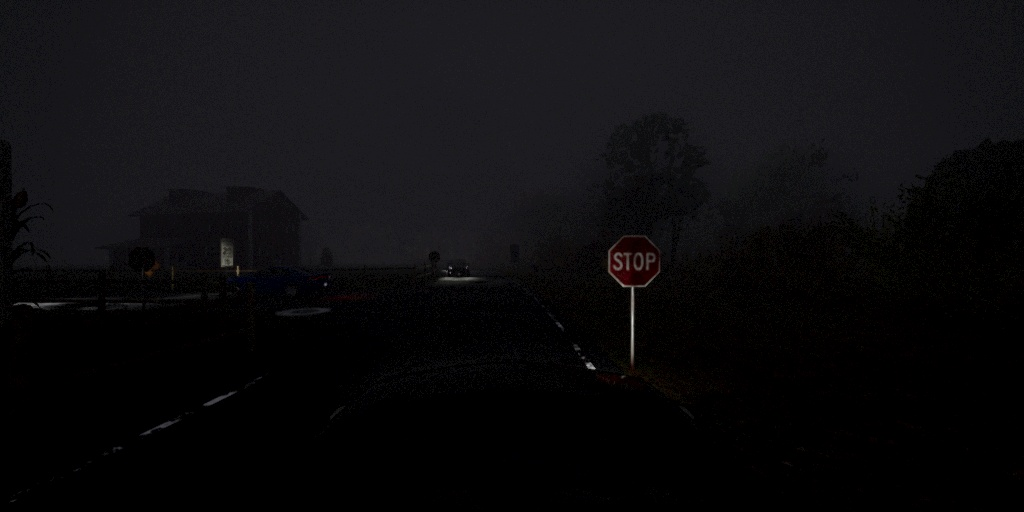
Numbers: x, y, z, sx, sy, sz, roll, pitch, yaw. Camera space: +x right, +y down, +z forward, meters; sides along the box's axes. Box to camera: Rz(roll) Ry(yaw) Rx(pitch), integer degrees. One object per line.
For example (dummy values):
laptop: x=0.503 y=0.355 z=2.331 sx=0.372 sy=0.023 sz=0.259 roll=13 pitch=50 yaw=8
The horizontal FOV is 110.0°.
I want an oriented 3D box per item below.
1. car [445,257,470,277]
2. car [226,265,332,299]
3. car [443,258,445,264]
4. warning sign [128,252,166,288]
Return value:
car: x=-5.211 y=1.086 z=35.075 sx=2.097 sy=1.767 sz=4.553 roll=0 pitch=0 yaw=-9
car: x=-11.535 y=1.226 z=17.769 sx=5.008 sy=1.535 sz=1.882 roll=0 pitch=0 yaw=8
car: x=-8.616 y=1.227 z=51.996 sx=1.837 sy=1.490 sz=4.892 roll=0 pitch=0 yaw=-14
warning sign: x=-20.816 y=0.861 z=20.554 sx=1.060 sy=1.860 sz=1.300 roll=0 pitch=0 yaw=2
